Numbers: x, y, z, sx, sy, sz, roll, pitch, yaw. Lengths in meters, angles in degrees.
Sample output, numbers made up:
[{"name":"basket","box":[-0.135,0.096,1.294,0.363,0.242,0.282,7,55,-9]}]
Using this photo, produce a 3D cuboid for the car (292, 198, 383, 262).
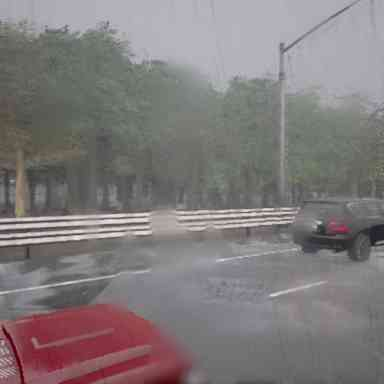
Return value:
[{"name":"car","box":[6.153,1.226,12.325,5.566,2.045,2.150,0,0,-33]}]

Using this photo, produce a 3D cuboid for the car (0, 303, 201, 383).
[{"name":"car","box":[-2.254,1.592,2.288,4.718,1.301,1.895,0,0,-35]}]
